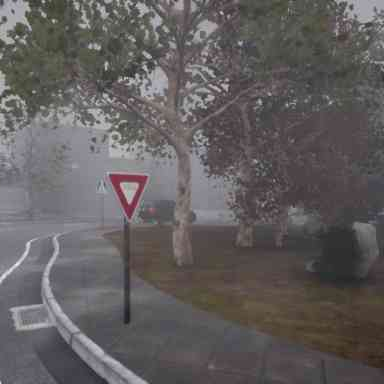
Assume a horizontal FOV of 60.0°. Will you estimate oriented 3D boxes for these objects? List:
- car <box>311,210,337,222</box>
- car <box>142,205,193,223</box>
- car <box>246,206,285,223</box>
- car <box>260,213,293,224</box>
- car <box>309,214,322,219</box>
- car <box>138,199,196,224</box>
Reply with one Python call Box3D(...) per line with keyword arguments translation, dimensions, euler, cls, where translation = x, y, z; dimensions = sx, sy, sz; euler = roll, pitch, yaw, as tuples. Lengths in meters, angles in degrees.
Box3D(translation=(21.741, 3.959, 54.708), dimensions=(4.553, 1.767, 2.097), euler=(3, -2, -42), cls="car")
Box3D(translation=(-2.307, 2.189, 32.423), dimensions=(1.837, 1.490, 4.892), euler=(0, -4, 44), cls="car")
Box3D(translation=(9.697, 3.018, 43.716), dimensions=(5.566, 2.045, 2.150), euler=(5, -3, -42), cls="car")
Box3D(translation=(10.211, 3.127, 39.914), dimensions=(5.008, 1.535, 1.882), euler=(5, -3, -42), cls="car")
Box3D(translation=(18.574, 3.838, 47.599), dimensions=(4.892, 1.490, 1.837), euler=(3, -2, -42), cls="car")
Box3D(translation=(-2.010, 1.726, 28.453), dimensions=(2.150, 2.045, 5.566), euler=(0, -4, 42), cls="car")
